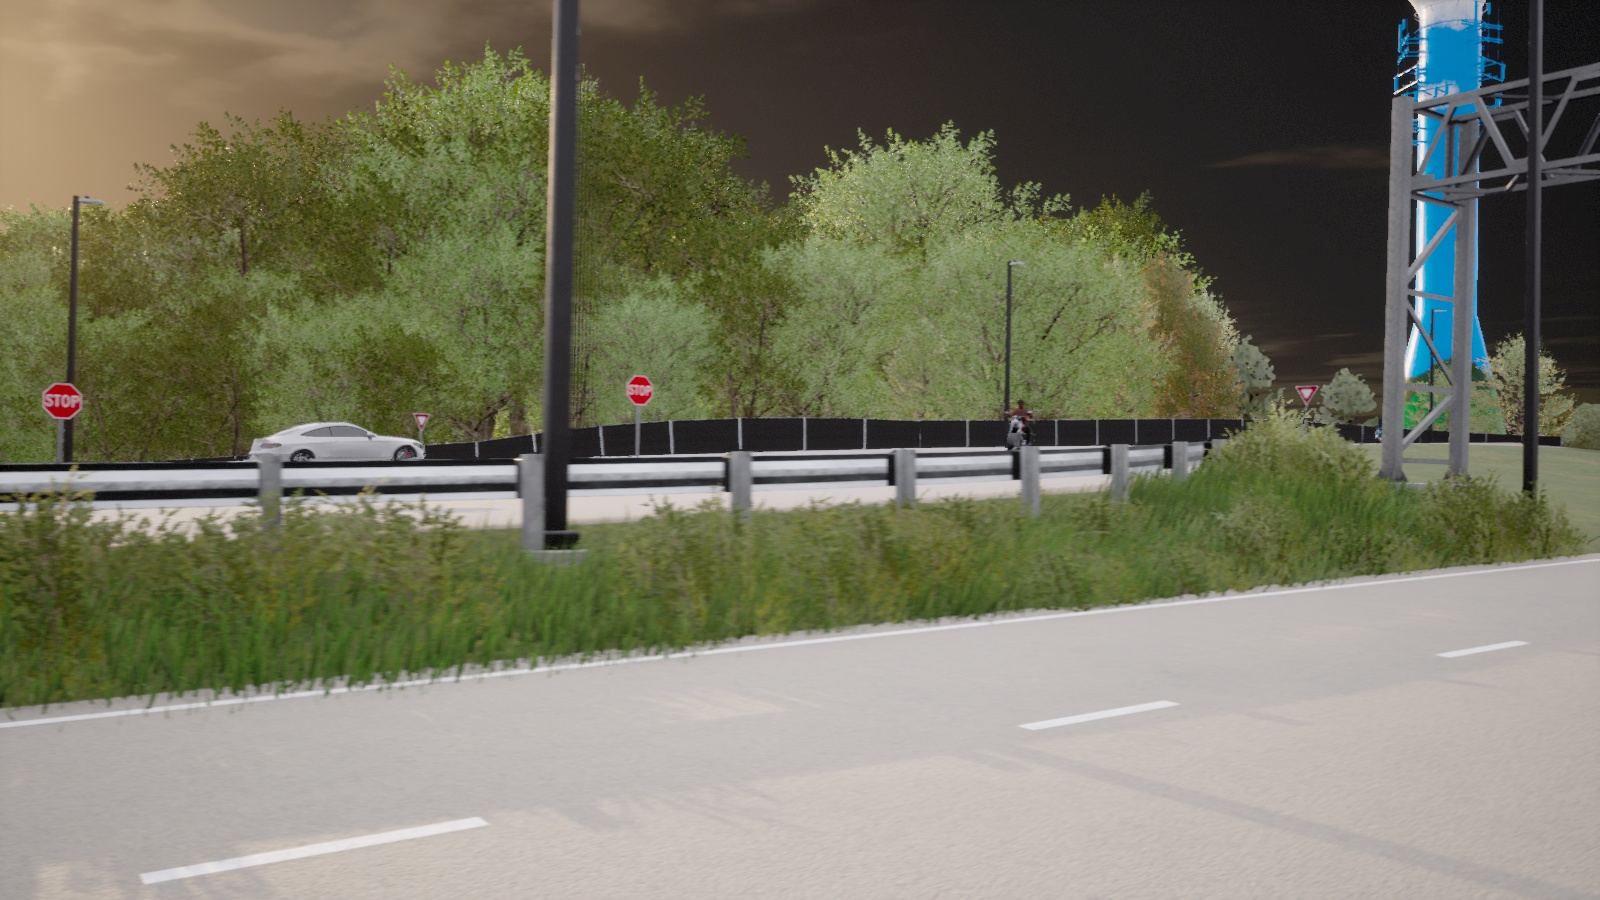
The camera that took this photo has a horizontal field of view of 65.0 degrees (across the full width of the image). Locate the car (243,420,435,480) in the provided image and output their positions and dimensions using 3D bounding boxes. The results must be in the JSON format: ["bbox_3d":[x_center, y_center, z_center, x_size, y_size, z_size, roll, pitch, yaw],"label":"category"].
[{"bbox_3d":[-12.902,-0.014,35.281,4.674,1.442,1.812,-3,2,-39],"label":"car"}]

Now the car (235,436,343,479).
[{"bbox_3d":[-20.086,0.337,49.255,4.792,1.488,2.163,-3,-4,44],"label":"car"}]

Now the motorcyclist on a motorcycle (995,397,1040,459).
[{"bbox_3d":[6.031,-0.617,34.670,0.766,1.649,2.350,0,1,21],"label":"motorcyclist on a motorcycle"}]
